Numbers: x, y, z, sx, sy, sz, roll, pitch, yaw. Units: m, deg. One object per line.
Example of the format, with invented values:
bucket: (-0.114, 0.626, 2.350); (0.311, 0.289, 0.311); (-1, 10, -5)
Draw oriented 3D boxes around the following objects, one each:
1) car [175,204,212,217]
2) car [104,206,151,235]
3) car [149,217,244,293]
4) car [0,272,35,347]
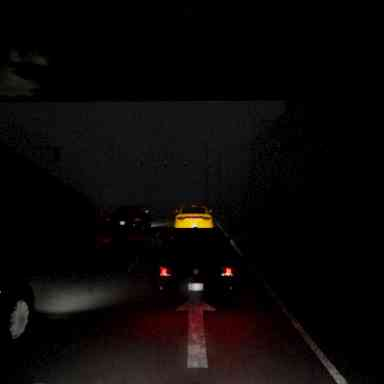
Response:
car: (0.086, 1.395, 18.052); (1.882, 1.535, 5.008); (0, 0, 0)
car: (-3.414, 1.480, 18.329); (1.994, 1.385, 4.181); (0, 0, 0)
car: (0.085, 1.560, 8.709); (1.895, 1.301, 4.718); (0, 0, 0)
car: (-3.426, 1.488, 3.374); (1.837, 1.490, 4.892); (0, 0, 0)
